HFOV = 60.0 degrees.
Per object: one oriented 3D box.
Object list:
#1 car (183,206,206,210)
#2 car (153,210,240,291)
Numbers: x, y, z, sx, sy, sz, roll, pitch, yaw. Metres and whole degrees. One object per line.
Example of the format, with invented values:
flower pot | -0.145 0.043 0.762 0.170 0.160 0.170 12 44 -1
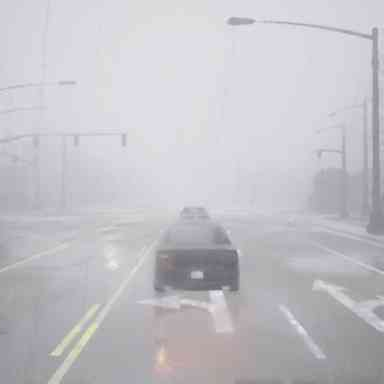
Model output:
car | 0.131 1.558 20.488 2.033 1.411 5.357 0 0 -3
car | 0.098 1.470 8.987 1.882 1.535 5.008 0 0 0
